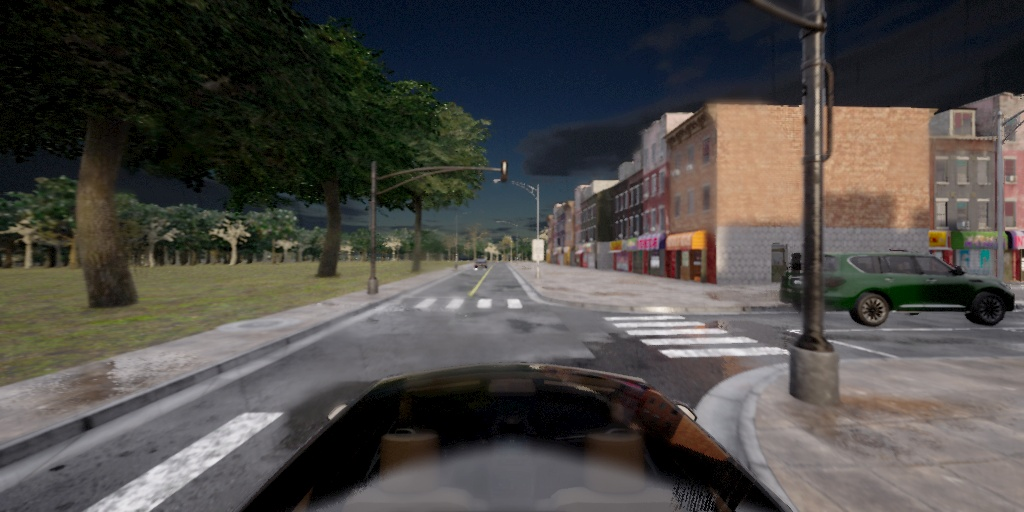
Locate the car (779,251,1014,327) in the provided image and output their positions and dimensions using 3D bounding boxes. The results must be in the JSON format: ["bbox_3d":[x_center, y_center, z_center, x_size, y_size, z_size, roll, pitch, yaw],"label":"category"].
[{"bbox_3d":[11.085,0.870,10.630,5.566,2.045,2.150,0,0,-2],"label":"car"}]

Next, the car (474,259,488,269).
[{"bbox_3d":[-4.593,1.116,53.627,2.033,1.411,5.357,0,0,-1],"label":"car"}]
